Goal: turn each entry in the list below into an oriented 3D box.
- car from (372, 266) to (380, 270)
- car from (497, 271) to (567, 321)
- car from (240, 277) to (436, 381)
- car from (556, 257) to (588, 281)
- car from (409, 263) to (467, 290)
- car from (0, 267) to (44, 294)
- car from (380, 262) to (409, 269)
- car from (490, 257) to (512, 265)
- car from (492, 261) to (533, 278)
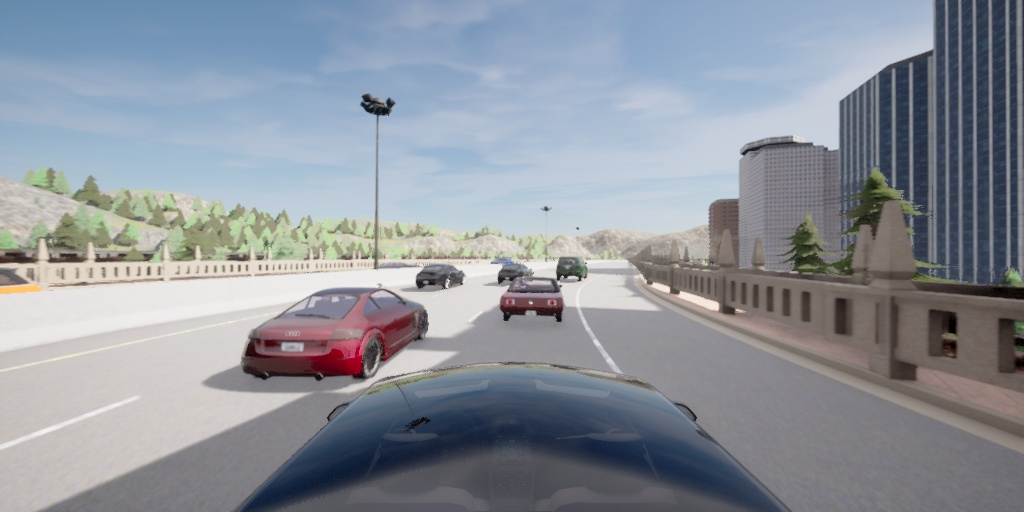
[{"bbox_3d":[-13.717,1.356,41.346,2.033,1.411,5.357,0,0,19],"label":"car"},{"bbox_3d":[0.820,1.371,12.547,1.895,1.301,4.718,0,0,7],"label":"car"},{"bbox_3d":[-3.120,1.303,7.251,1.994,1.385,4.181,0,0,3],"label":"car"},{"bbox_3d":[5.290,1.071,31.403,2.150,2.045,5.566,0,0,18],"label":"car"},{"bbox_3d":[-4.391,1.277,22.861,1.837,1.490,4.892,0,0,13],"label":"car"},{"bbox_3d":[-13.757,1.034,7.820,2.097,1.767,4.553,0,0,4],"label":"car"},{"bbox_3d":[-11.255,1.404,37.715,1.895,1.301,4.718,0,0,19],"label":"car"},{"bbox_3d":[-1.550,1.161,55.521,2.150,2.045,5.566,0,-1,19],"label":"car"},{"bbox_3d":[0.337,1.314,27.098,1.837,1.490,4.892,0,0,16],"label":"car"}]
